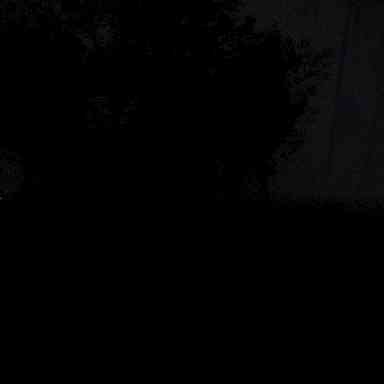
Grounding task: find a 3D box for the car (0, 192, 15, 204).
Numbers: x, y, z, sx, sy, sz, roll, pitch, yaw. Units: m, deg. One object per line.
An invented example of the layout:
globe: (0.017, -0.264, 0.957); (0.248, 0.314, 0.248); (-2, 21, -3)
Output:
car: (-28.532, 1.132, 49.669); (2.128, 1.511, 4.902); (-2, 2, -18)
